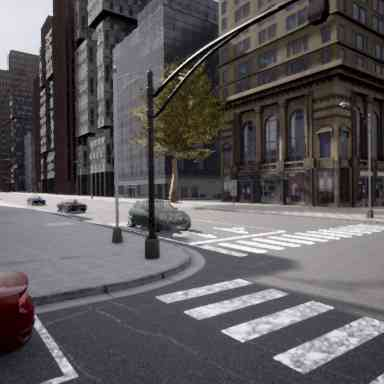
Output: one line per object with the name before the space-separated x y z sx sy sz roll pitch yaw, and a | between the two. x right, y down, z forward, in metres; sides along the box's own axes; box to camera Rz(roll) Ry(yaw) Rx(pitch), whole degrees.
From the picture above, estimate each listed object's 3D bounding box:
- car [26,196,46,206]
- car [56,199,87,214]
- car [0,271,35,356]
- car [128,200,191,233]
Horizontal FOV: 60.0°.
car | -22.381 1.254 47.722 1.895 1.301 4.718 -1 1 -36
car | -12.109 1.395 33.425 1.895 1.301 4.718 -1 1 -36
car | -4.210 1.546 3.634 4.507 1.381 1.887 0 -1 -36
car | -1.993 1.287 19.489 2.097 1.767 4.553 -1 1 -36
